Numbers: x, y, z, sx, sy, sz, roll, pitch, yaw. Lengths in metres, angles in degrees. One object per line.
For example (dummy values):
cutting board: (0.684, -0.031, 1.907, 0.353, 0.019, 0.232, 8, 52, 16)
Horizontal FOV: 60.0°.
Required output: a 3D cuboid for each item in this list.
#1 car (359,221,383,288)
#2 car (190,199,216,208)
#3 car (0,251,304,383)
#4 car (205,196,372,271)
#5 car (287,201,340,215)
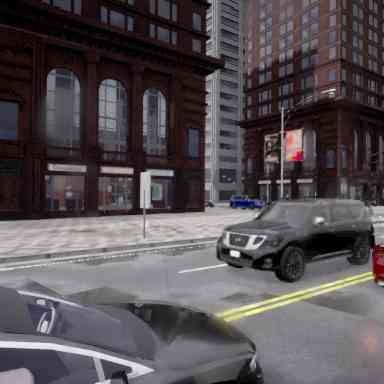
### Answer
car: (6.260, 1.489, 7.898, 5.008, 1.535, 1.882, 0, 0, -35)
car: (1.693, 1.834, 53.592, 1.994, 1.385, 4.181, 1, -1, -35)
car: (-1.569, 1.492, 2.326, 4.902, 1.511, 2.128, 0, 0, -35)
car: (3.339, 1.231, 10.068, 5.566, 2.045, 2.150, 0, 0, -36)
car: (13.390, 1.725, 37.122, 2.033, 1.411, 5.357, 1, -1, -35)
